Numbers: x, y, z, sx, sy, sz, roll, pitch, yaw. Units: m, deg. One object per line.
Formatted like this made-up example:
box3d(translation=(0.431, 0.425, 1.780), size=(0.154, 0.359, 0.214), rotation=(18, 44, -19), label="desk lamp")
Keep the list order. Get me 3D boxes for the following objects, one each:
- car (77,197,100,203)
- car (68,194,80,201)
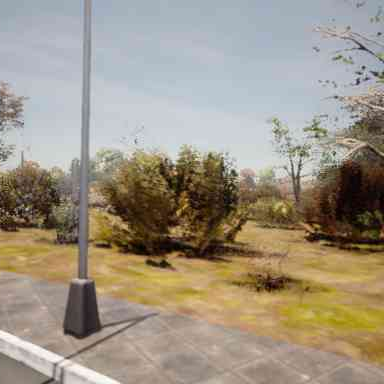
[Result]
box3d(translation=(-14.233, 1.770, 48.232), size=(1.895, 1.301, 4.718), rotation=(2, -2, 18), label="car")
box3d(translation=(-19.391, 1.388, 55.480), size=(2.150, 2.045, 5.566), rotation=(2, -2, 19), label="car")
